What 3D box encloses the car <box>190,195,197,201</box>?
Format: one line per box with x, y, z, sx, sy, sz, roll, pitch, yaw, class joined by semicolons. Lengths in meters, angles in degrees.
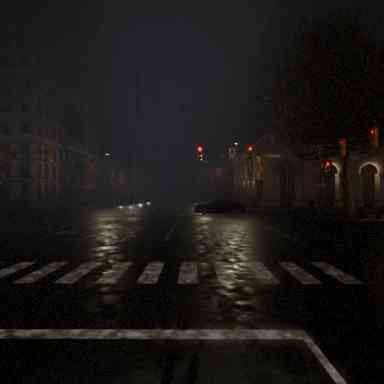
0.389;1.450;78.626;2.128;1.511;4.902;0;0;1;car

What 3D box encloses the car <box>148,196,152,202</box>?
-10.160;1.595;74.937;1.895;1.301;4.718;0;0;1;car

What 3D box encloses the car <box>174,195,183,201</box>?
-3.110;1.449;78.671;2.128;1.511;4.902;0;0;1;car

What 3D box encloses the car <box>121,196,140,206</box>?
-10.408;1.478;55.152;1.882;1.535;5.008;0;0;1;car

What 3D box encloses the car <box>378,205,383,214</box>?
20.725;1.564;32.778;4.181;1.385;1.994;0;0;0;car

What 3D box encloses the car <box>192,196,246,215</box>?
2.762;1.477;32.928;5.008;1.535;1.882;0;0;0;car

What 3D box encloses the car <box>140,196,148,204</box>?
-10.332;1.601;64.776;1.895;1.301;4.718;0;0;1;car
